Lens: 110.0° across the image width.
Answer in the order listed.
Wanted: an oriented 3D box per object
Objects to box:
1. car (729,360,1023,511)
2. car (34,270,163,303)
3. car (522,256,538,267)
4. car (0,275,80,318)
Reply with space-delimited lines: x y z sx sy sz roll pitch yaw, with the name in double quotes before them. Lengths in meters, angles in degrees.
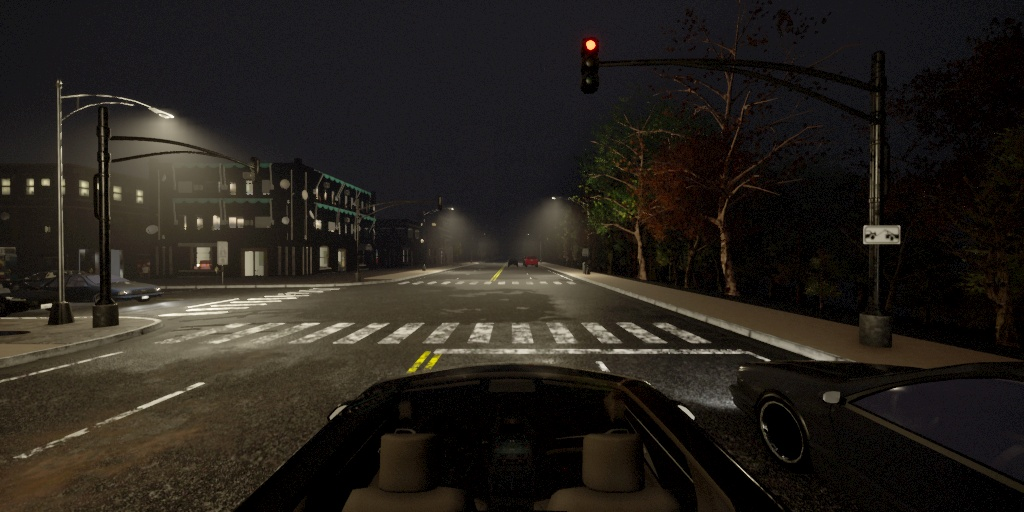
"car" 3.326 1.297 1.696 2.033 1.411 5.357 0 0 3
"car" -19.282 1.511 16.413 5.357 1.411 2.033 -1 1 3
"car" 3.440 0.948 63.902 2.150 2.045 5.566 0 0 0
"car" -19.931 1.565 13.688 4.313 1.339 1.948 0 0 0
